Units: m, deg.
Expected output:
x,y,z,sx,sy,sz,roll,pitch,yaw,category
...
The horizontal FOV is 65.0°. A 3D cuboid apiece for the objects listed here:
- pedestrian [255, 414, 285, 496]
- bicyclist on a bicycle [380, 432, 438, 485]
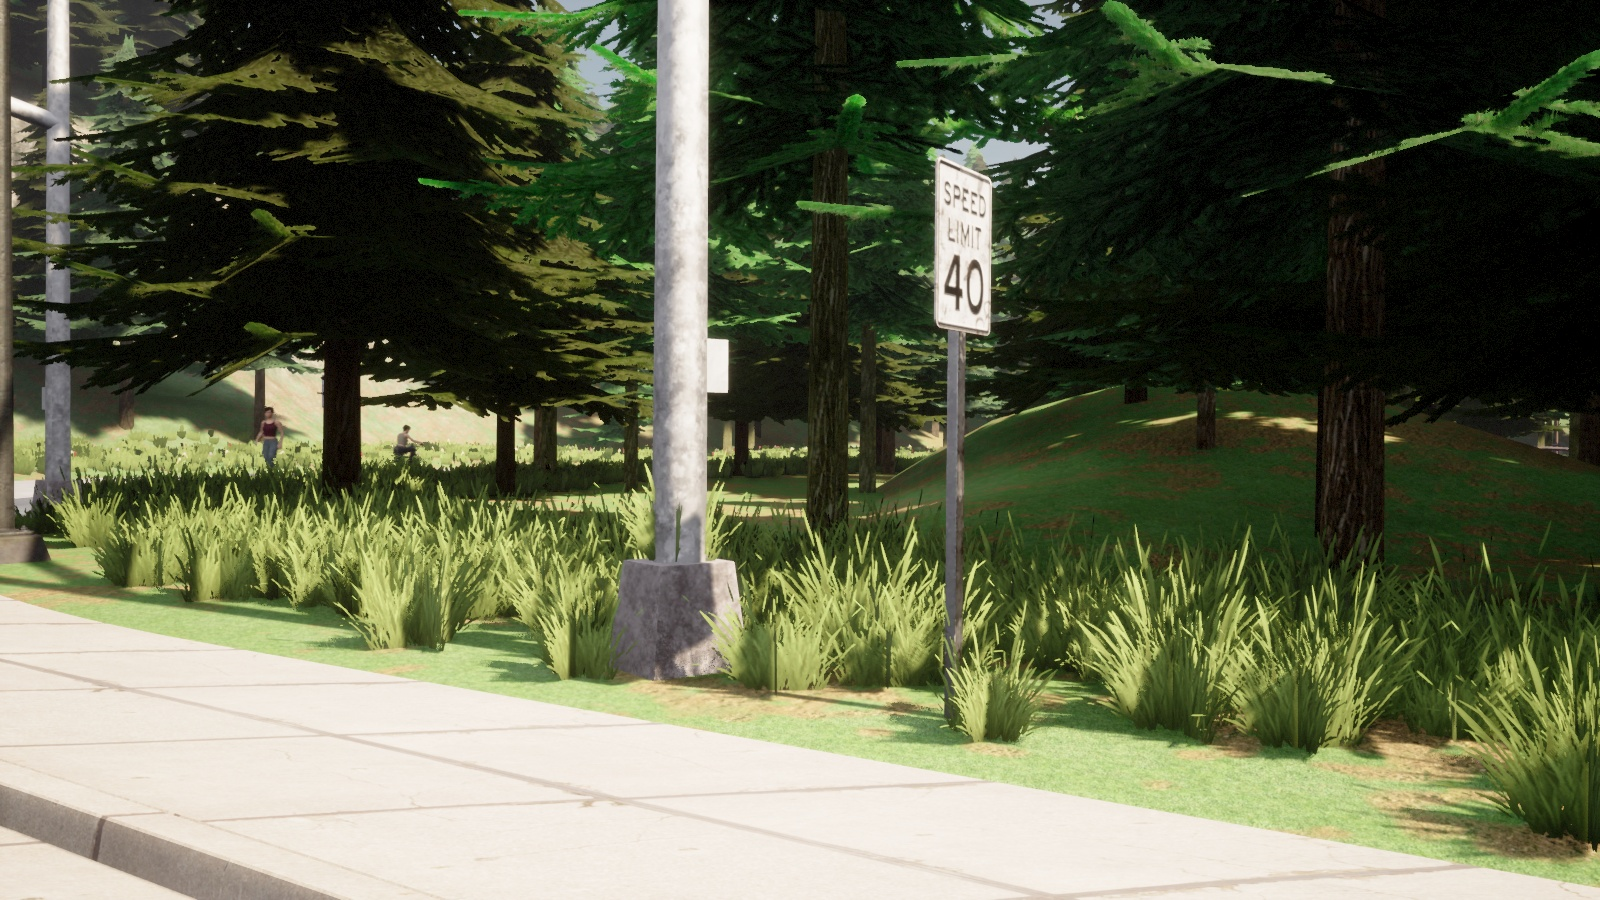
x,y,z,sx,sy,sz,roll,pitch,yaw,category
-12.104,0.111,28.700,0.345,1.836,0.594,0,1,10,pedestrian
-12.031,0.249,38.678,0.866,1.612,1.509,0,1,29,bicyclist on a bicycle
